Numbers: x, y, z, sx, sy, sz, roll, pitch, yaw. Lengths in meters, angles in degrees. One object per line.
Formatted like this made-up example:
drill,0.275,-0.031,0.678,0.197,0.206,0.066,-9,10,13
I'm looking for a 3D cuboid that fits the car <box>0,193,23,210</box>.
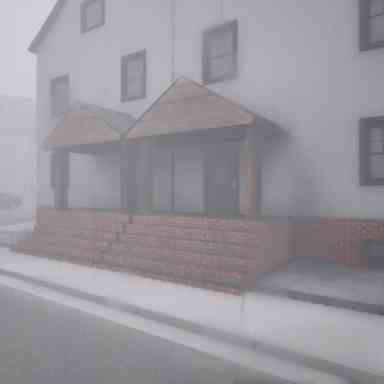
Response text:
car,-16.187,0.888,26.550,1.837,1.490,4.892,0,7,35
